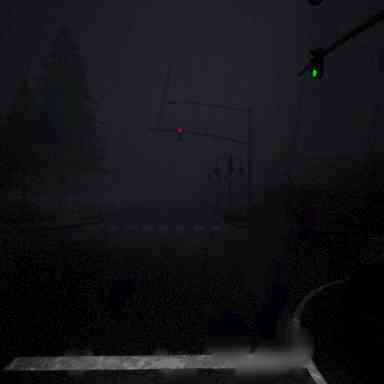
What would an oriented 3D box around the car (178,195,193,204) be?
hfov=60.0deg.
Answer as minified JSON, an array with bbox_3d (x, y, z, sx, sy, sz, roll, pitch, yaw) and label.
[{"bbox_3d":[-0.909,1.518,60.877,2.033,1.411,5.357,0,0,-7],"label":"car"}]

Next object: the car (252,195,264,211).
[{"bbox_3d":[8.866,1.144,36.257,4.605,1.855,1.932,0,0,-1],"label":"car"}]

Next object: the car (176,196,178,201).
[{"bbox_3d":[-2.202,1.327,71.061,1.812,1.442,4.674,0,0,-13],"label":"car"}]
